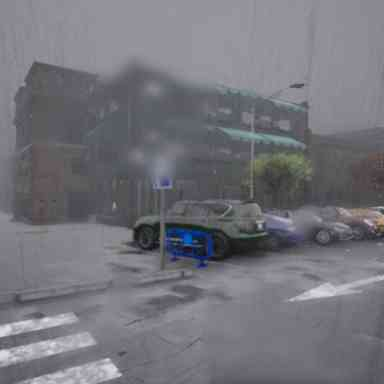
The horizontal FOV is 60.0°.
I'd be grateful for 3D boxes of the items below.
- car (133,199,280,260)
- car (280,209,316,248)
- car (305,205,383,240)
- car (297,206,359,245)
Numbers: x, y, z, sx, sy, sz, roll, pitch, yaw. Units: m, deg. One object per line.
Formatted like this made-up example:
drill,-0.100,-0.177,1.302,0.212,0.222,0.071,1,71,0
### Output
car,0.187,1.294,12.994,5.566,2.045,2.435,0,-1,36
car,2.673,1.620,14.624,4.674,1.452,2.002,-1,-1,36
car,7.569,1.525,17.934,4.553,1.767,2.185,-1,-2,36
car,5.129,1.617,16.271,4.892,1.521,2.231,0,-1,36
